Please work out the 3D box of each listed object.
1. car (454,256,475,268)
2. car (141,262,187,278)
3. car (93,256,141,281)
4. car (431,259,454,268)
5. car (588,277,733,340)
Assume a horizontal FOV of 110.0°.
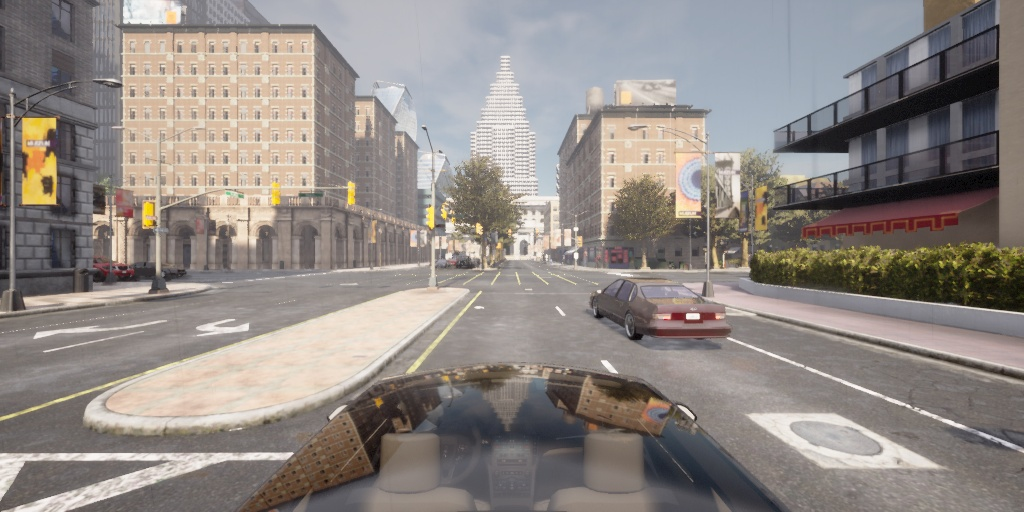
[{"bbox_3d":[-8.065,0.975,60.740,2.150,2.045,5.566,0,0,0],"label":"car"},{"bbox_3d":[-32.851,1.257,33.007,4.892,1.490,1.837,0,0,0],"label":"car"},{"bbox_3d":[-34.649,0.973,29.480,5.566,2.045,2.150,0,0,0],"label":"car"},{"bbox_3d":[-11.561,1.301,60.116,2.033,1.411,5.357,0,0,0],"label":"car"},{"bbox_3d":[3.634,1.298,9.930,2.033,1.411,5.357,0,0,-3],"label":"car"}]
